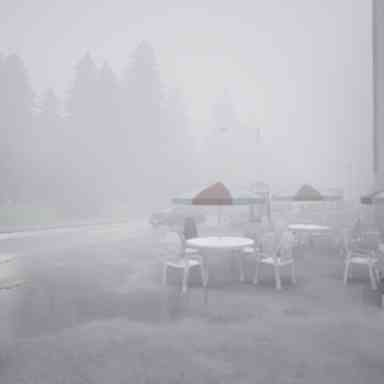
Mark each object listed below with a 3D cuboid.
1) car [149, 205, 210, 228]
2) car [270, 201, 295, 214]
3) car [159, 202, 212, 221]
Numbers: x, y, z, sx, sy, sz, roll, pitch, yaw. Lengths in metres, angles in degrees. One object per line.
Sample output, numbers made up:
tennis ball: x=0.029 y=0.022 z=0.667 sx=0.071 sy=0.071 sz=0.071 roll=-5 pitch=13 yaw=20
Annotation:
car: x=-0.938 y=1.624 z=22.334 sx=1.812 sy=1.442 sz=4.674 roll=-1 pitch=0 yaw=35
car: x=9.815 y=1.648 z=37.381 sx=2.033 sy=1.411 sz=5.357 roll=0 pitch=0 yaw=35
car: x=-0.467 y=1.677 z=30.179 sx=2.033 sy=1.411 sz=5.357 roll=0 pitch=0 yaw=35
